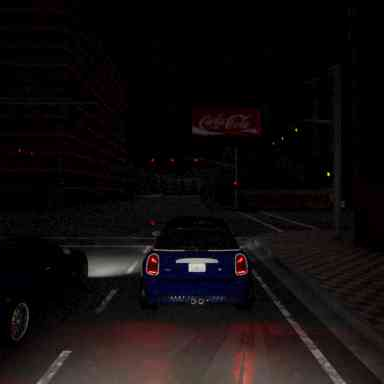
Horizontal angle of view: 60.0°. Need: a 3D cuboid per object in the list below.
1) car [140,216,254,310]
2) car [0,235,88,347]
[{"bbox_3d":[0.085,1.352,7.977,2.097,1.767,4.553,0,0,0],"label":"car"},{"bbox_3d":[-3.420,1.526,6.181,1.812,1.442,4.674,0,0,0],"label":"car"}]
